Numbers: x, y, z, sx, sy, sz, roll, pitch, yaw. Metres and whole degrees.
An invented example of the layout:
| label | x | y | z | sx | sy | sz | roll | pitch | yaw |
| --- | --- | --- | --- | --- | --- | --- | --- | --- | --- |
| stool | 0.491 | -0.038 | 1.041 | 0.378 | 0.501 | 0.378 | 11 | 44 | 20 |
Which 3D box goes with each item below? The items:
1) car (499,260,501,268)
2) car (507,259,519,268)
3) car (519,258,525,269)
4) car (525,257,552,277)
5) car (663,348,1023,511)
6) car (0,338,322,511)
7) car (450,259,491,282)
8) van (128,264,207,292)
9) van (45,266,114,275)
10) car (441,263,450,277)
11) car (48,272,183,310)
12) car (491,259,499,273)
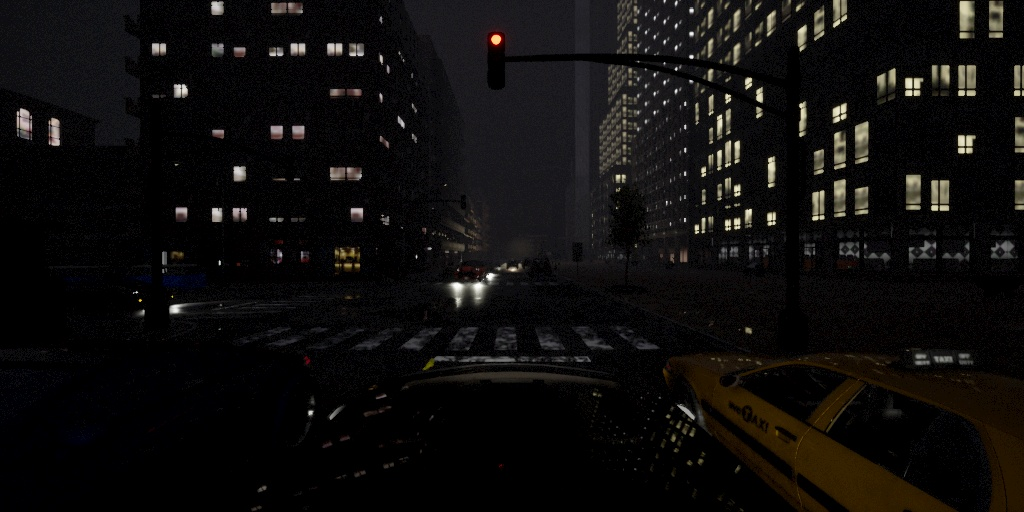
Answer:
| label | x | y | z | sx | sy | sz | roll | pitch | yaw |
| --- | --- | --- | --- | --- | --- | --- | --- | --- | --- |
| car | -3.038 | 1.273 | 64.327 | 1.882 | 1.535 | 5.008 | 0 | 0 | 0 |
| car | 0.100 | 1.279 | 59.787 | 2.128 | 1.511 | 4.902 | 0 | 0 | 0 |
| car | 2.689 | 1.098 | 56.875 | 2.192 | 1.841 | 5.009 | 0 | 0 | 0 |
| car | 2.689 | 1.074 | 34.770 | 2.192 | 1.841 | 5.009 | 0 | 0 | 0 |
| car | 2.689 | 1.275 | 2.527 | 1.751 | 1.417 | 4.829 | 0 | 0 | 0 |
| car | -3.101 | 1.314 | 2.271 | 1.994 | 1.385 | 4.181 | 0 | 0 | 0 |
| car | -3.293 | 1.108 | 29.177 | 2.097 | 1.767 | 4.553 | 0 | 0 | 4 |
| van | -20.767 | 1.390 | 21.530 | 3.998 | 1.789 | 1.690 | 0 | 0 | -1 |
| van | -26.305 | 1.481 | 21.479 | 3.998 | 1.789 | 1.690 | 0 | 0 | -1 |
| car | -5.691 | 1.309 | 34.770 | 2.007 | 1.370 | 4.403 | 0 | 0 | 0 |
| car | -17.602 | 1.583 | 15.765 | 4.181 | 1.385 | 1.994 | -1 | 0 | -1 |
| car | -3.100 | 1.255 | 43.881 | 2.128 | 1.511 | 4.902 | 0 | 0 | 0 |
